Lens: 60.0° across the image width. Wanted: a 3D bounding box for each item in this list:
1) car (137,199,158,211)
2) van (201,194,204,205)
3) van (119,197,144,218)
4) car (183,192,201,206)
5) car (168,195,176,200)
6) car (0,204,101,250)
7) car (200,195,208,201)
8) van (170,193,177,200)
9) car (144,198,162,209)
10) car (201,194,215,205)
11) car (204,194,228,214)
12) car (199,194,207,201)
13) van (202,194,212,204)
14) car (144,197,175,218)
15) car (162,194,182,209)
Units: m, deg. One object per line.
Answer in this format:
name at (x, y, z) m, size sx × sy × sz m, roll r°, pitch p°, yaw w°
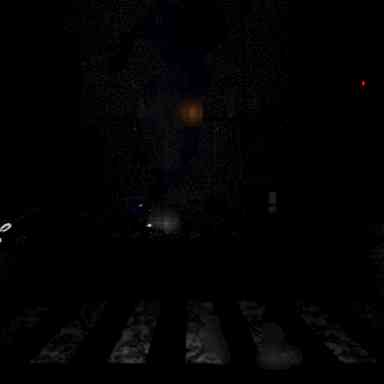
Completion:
car at (-5.384, 1.540, 40.821) m, size 1.947 × 1.339 × 4.313 m, roll 0°, pitch 0°, yaw 0°
van at (2.717, 1.307, 51.631) m, size 1.690 × 1.788 × 3.998 m, roll 0°, pitch 0°, yaw 0°
van at (-5.393, 1.322, 30.009) m, size 1.690 × 1.788 × 3.998 m, roll 0°, pitch 0°, yaw 0°
car at (0.083, 1.316, 55.320) m, size 2.097 × 1.767 × 4.553 m, roll 0°, pitch 0°, yaw 0°
car at (-5.343, 1.521, 89.478) m, size 1.802 × 1.307 × 4.206 m, roll 0°, pitch 0°, yaw 0°
car at (-6.440, 1.354, 14.644) m, size 2.097 × 1.767 × 4.553 m, roll 0°, pitch 0°, yaw 43°
car at (2.708, 1.471, 78.832) m, size 1.752 × 1.417 × 4.829 m, roll 0°, pitch 0°, yaw 0°
van at (-5.339, 1.276, 94.884) m, size 1.690 × 1.788 × 3.998 m, roll 0°, pitch 0°, yaw 0°
car at (-5.379, 1.515, 46.228) m, size 1.887 × 1.381 × 4.507 m, roll 0°, pitch 0°, yaw 0°
car at (2.715, 1.277, 57.037) m, size 2.192 × 1.841 × 5.009 m, roll 0°, pitch 0°, yaw 0°
car at (2.723, 1.292, 35.412) m, size 2.192 × 1.841 × 5.009 m, roll 0°, pitch 0°, yaw 0°
car at (2.706, 1.382, 84.068) m, size 1.967 × 1.590 × 4.097 m, roll 0°, pitch 0°, yaw 0°
van at (2.713, 1.299, 62.444) m, size 1.690 × 1.788 × 3.998 m, roll 0°, pitch 0°, yaw 0°
car at (-2.837, 1.488, 29.764) m, size 1.837 × 1.490 × 4.892 m, roll 0°, pitch 0°, yaw 0°
car at (-2.813, 1.473, 46.144) m, size 1.837 × 1.490 × 4.892 m, roll 0°, pitch 0°, yaw 0°
